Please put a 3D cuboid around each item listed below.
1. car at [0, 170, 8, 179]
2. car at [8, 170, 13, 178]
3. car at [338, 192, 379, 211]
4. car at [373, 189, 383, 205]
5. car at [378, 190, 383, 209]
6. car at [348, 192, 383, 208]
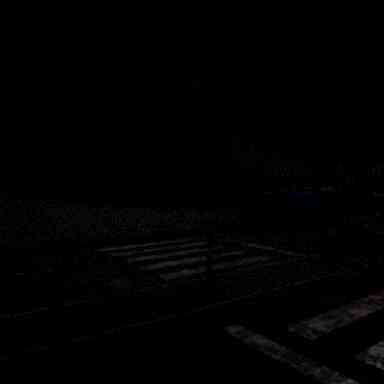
[{"bbox_3d":[-45.276,-3.934,74.479,5.566,2.045,2.435,3,3,-39],"label":"car"},{"bbox_3d":[-47.150,-4.080,80.222,5.366,1.575,1.946,3,3,-39],"label":"car"},{"bbox_3d":[13.824,0.886,29.975,4.792,1.488,2.163,-1,1,33],"label":"car"},{"bbox_3d":[23.015,0.511,37.395,4.553,1.767,2.185,-1,0,31],"label":"car"},{"bbox_3d":[16.180,0.800,31.776,4.892,1.521,2.231,-1,1,32],"label":"car"},{"bbox_3d":[18.484,0.784,33.631,4.674,1.452,2.002,-1,0,32],"label":"car"}]
